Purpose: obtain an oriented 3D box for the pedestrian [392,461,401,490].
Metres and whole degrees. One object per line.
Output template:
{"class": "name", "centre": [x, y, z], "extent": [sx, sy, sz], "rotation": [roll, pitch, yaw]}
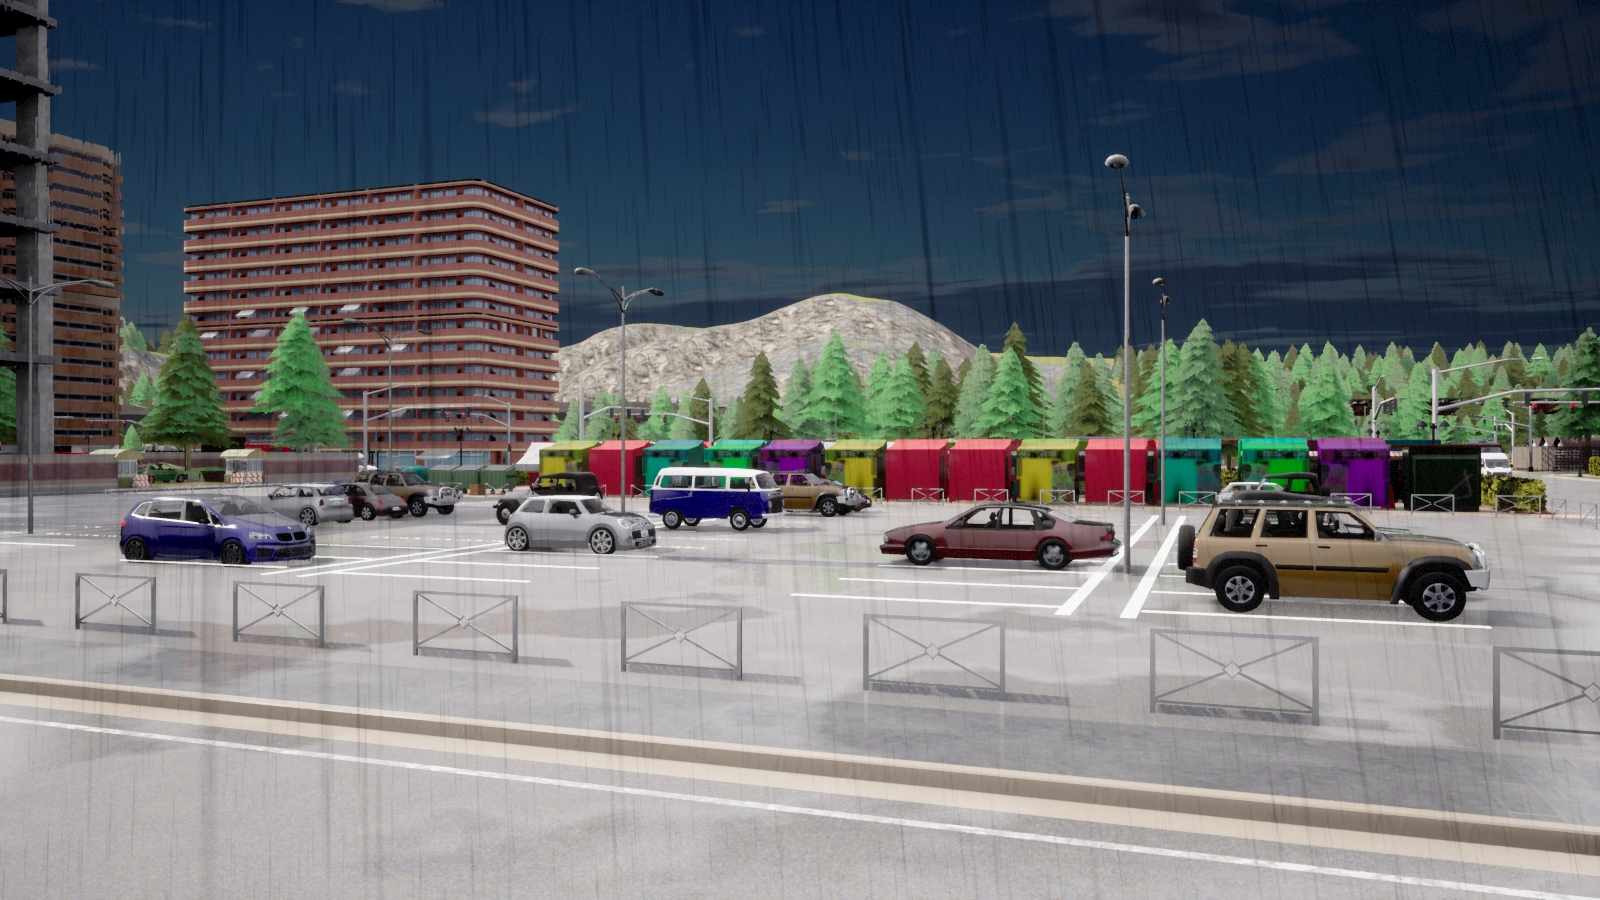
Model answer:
{"class": "pedestrian", "centre": [-25.882, 1.643, 73.249], "extent": [0.375, 1.860, 0.375], "rotation": [0, 0, 19]}
